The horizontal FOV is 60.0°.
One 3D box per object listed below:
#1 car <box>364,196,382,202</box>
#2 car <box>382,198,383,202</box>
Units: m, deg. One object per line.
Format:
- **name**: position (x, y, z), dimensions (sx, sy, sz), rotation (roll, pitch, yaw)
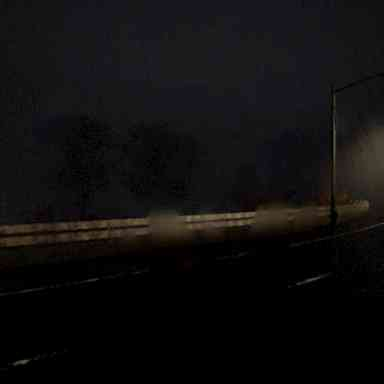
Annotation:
- **car**: position (42.808, 1.705, 79.636), dimensions (1.837, 1.490, 4.892), rotation (0, 0, 4)
- **car**: position (46.292, 1.819, 78.768), dimensions (1.895, 1.301, 4.718), rotation (0, 0, 4)
